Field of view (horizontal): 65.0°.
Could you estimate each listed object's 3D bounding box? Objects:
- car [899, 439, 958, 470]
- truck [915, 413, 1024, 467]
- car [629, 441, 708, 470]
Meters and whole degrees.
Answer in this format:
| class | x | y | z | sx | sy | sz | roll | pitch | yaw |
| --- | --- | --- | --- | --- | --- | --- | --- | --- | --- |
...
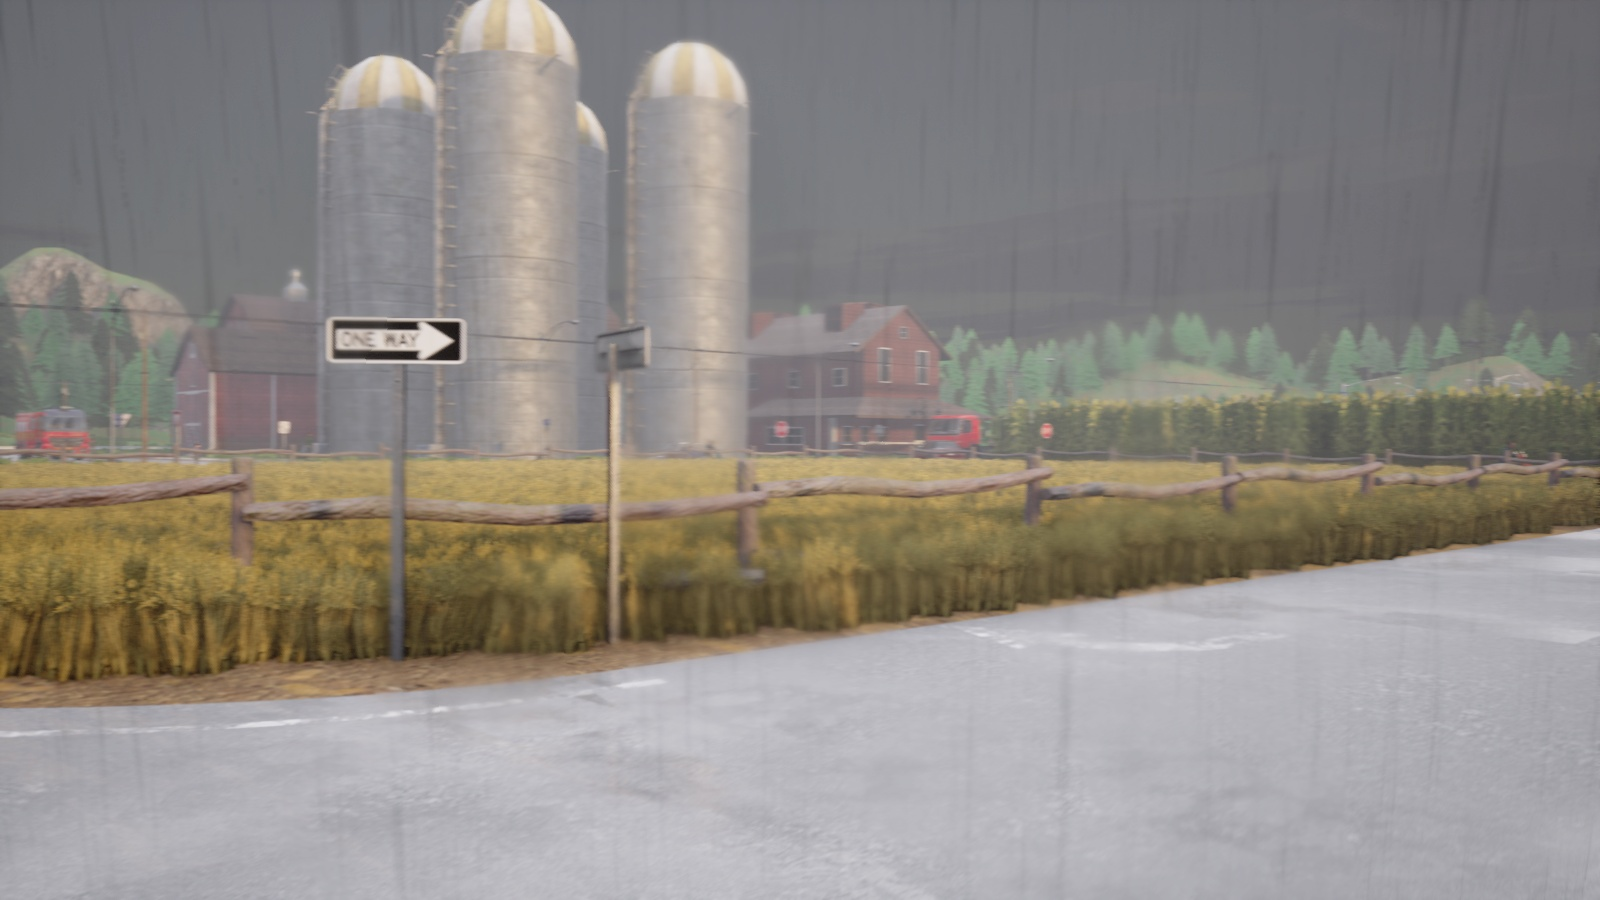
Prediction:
| class | x | y | z | sx | sy | sz | roll | pitch | yaw |
| --- | --- | --- | --- | --- | --- | --- | --- | --- | --- |
| car | 7.496 | 0.223 | 73.624 | 2.097 | 1.767 | 4.553 | 0 | 0 | -12 |
| truck | 11.450 | -0.654 | 84.371 | 7.936 | 3.462 | 2.891 | 0 | 0 | -43 |
| car | -7.017 | 0.274 | 67.293 | 3.806 | 1.475 | 1.970 | 0 | 0 | -43 |
